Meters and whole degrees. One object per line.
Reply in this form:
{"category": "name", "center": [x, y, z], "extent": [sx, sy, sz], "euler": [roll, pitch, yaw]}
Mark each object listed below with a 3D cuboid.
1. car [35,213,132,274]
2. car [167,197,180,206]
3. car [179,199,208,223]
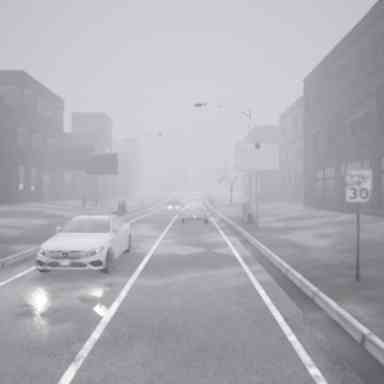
{"category": "car", "center": [-3.057, 1.423, 10.358], "extent": [1.812, 1.442, 4.674], "euler": [0, 0, 0]}
{"category": "car", "center": [-2.847, 1.547, 53.434], "extent": [1.994, 1.385, 4.181], "euler": [0, 1, 1]}
{"category": "car", "center": [0.198, 1.439, 24.600], "extent": [1.812, 1.442, 4.674], "euler": [0, 0, 0]}
